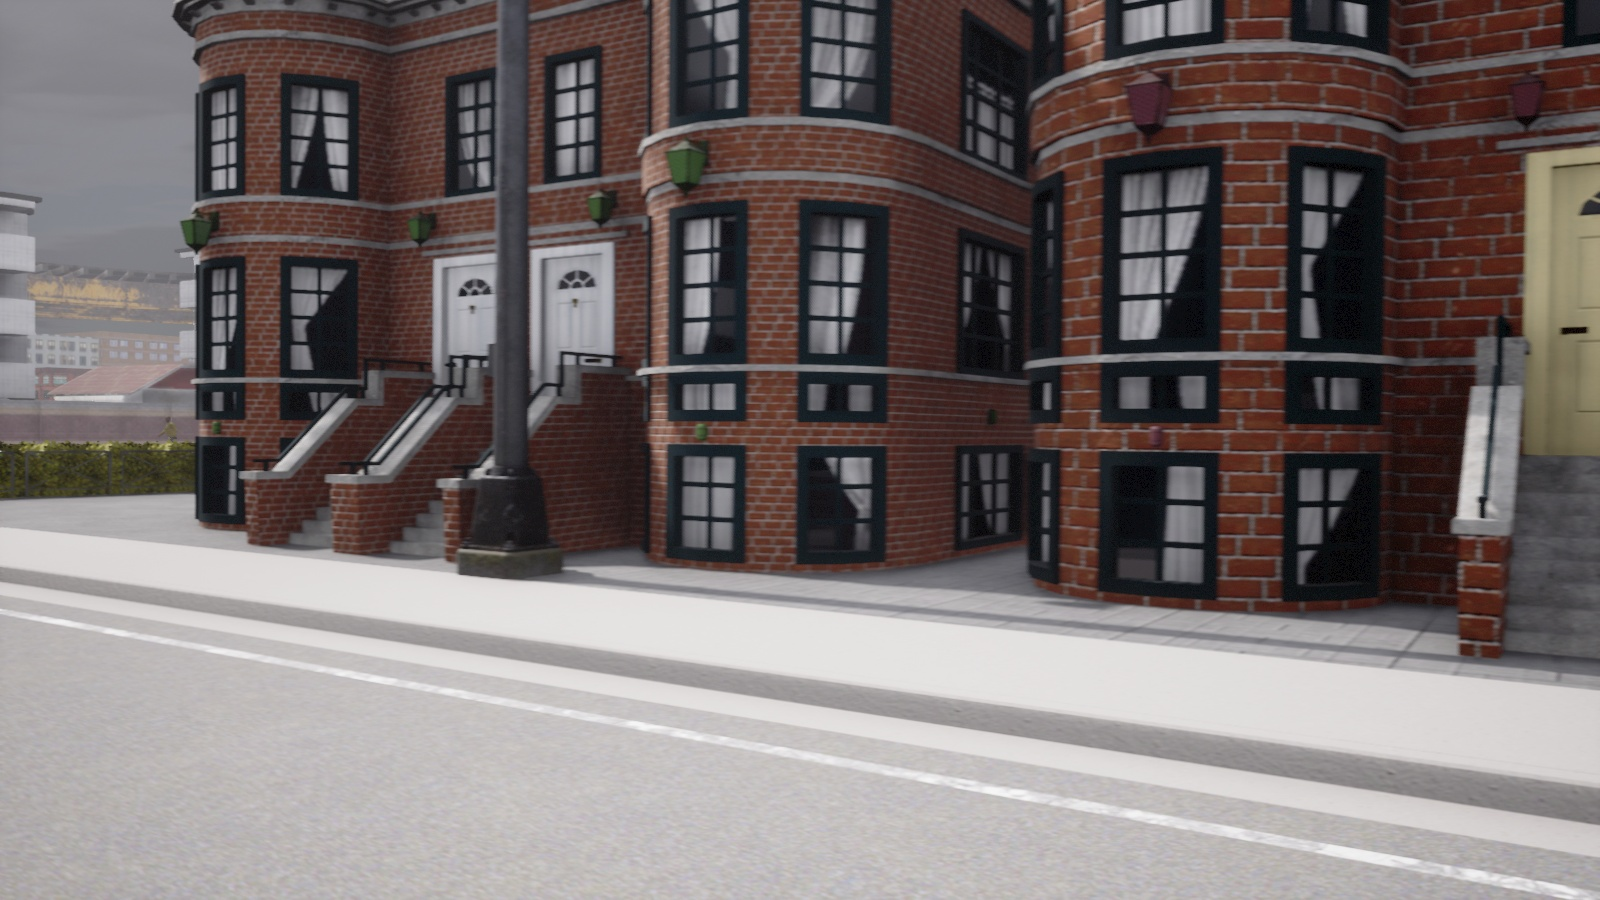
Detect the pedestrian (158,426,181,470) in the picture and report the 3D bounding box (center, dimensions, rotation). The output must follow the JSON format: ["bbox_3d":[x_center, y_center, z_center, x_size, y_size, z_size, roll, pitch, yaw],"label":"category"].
[{"bbox_3d":[-26.273,-0.090,52.347,0.370,1.835,0.726,0,1,36],"label":"pedestrian"}]
